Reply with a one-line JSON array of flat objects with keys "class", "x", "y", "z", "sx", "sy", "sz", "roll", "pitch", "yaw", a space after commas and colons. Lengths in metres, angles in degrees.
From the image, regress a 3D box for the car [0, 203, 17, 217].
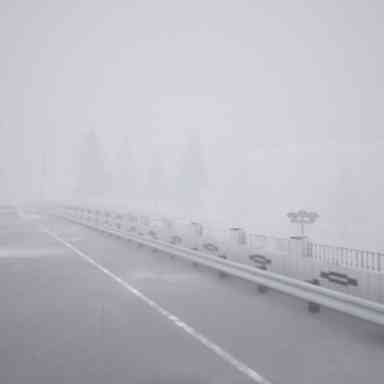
[{"class": "car", "x": -21.394, "y": 2.044, "z": 38.502, "sx": 1.882, "sy": 1.535, "sz": 5.008, "roll": 0, "pitch": -1, "yaw": -30}]
